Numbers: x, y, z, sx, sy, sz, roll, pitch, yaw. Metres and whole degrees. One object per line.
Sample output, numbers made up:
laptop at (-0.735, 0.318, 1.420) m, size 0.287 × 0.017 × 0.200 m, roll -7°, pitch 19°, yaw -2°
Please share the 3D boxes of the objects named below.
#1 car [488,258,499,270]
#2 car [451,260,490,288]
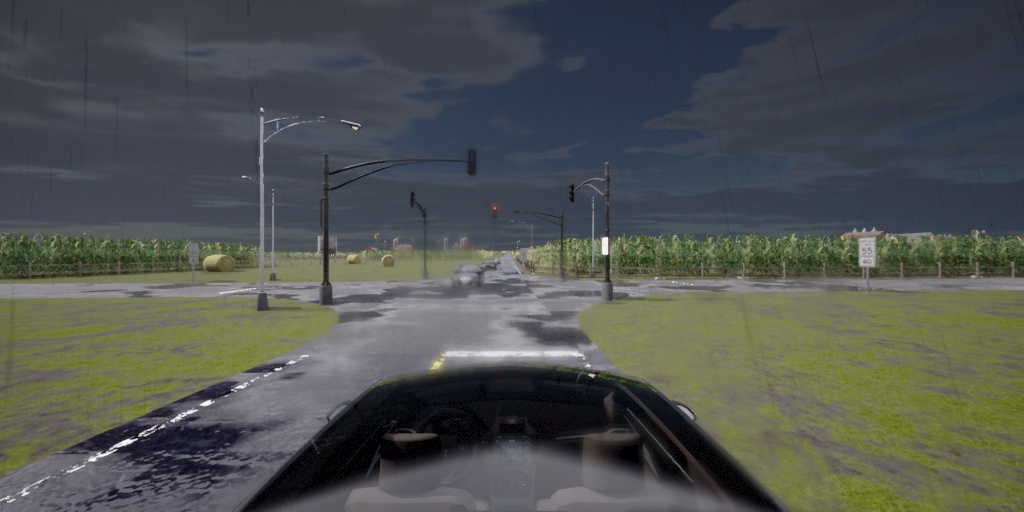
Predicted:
car at (-3.307, 1.303, 51.763) m, size 1.994 × 1.385 × 4.181 m, roll 0°, pitch 1°, yaw -1°
car at (-2.809, 1.261, 23.560) m, size 2.128 × 1.511 × 4.902 m, roll 0°, pitch 0°, yaw -1°
